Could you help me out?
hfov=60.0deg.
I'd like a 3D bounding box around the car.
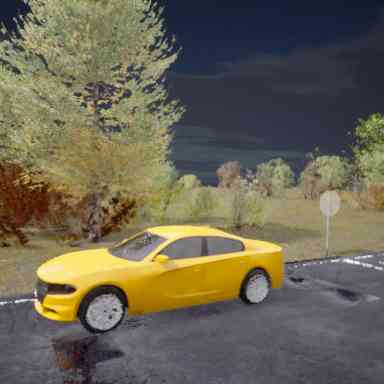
[{"bbox_3d":[-0.391,1.447,6.714,5.008,1.535,1.882,2,0,-30],"label":"car"}]
